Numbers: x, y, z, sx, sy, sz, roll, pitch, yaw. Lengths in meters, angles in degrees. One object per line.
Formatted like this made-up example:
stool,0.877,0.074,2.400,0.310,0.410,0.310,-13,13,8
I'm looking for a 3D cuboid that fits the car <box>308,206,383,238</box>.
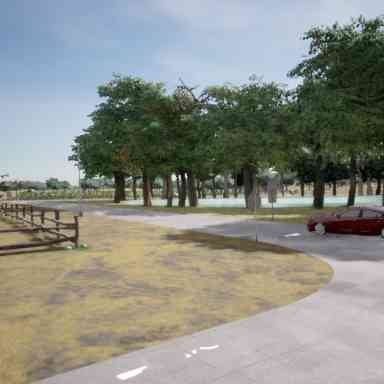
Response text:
car,8.398,1.436,16.733,5.008,1.535,1.882,-1,4,40
